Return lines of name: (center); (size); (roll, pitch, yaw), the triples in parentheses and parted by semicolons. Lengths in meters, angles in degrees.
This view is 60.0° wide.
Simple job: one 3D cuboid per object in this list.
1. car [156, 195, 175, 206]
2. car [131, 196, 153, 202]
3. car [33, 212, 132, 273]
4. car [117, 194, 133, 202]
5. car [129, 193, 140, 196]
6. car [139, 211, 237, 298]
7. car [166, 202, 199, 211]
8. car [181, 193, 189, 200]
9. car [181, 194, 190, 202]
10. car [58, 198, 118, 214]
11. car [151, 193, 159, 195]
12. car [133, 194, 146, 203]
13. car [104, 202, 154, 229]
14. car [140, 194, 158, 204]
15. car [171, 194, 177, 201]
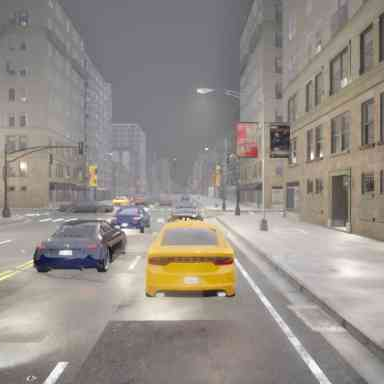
car: (-4.276, 1.586, 54.738); (1.994, 1.385, 4.181); (0, 0, -1)
car: (-7.641, 1.622, 51.108); (1.895, 1.301, 4.718); (0, 0, -1)
car: (-3.355, 1.566, 10.739); (1.994, 1.385, 4.181); (0, 0, -1)
car: (-10.894, 1.499, 51.146); (1.882, 1.535, 5.008); (0, 0, -1)
car: (-11.069, 1.246, 61.081); (2.150, 2.045, 5.566); (0, 0, -1)
car: (-0.053, 1.479, 8.601); (1.882, 1.535, 5.008); (0, 0, -1)
car: (-0.353, 1.509, 18.082); (1.837, 1.490, 4.892); (0, 0, -1)
car: (-1.880, 1.249, 90.643); (2.097, 1.767, 4.553); (0, 0, -1)
car: (-1.669, 1.378, 80.642); (2.097, 1.767, 4.553); (0, 0, -1)
car: (-10.617, 1.551, 33.532); (5.357, 1.411, 2.033); (0, 0, -1)
car: (-7.973, 1.251, 71.226); (2.150, 2.045, 5.566); (0, 0, -1)
car: (-11.220, 1.381, 71.070); (2.097, 1.767, 4.553); (0, 0, -1)
car: (-3.533, 1.531, 19.481); (1.812, 1.442, 4.674); (0, 0, -1)
car: (-7.810, 1.571, 60.751); (2.033, 1.411, 5.357); (0, 0, -1)
car: (-5.103, 1.382, 89.321); (2.097, 1.767, 4.553); (0, 0, -1)
